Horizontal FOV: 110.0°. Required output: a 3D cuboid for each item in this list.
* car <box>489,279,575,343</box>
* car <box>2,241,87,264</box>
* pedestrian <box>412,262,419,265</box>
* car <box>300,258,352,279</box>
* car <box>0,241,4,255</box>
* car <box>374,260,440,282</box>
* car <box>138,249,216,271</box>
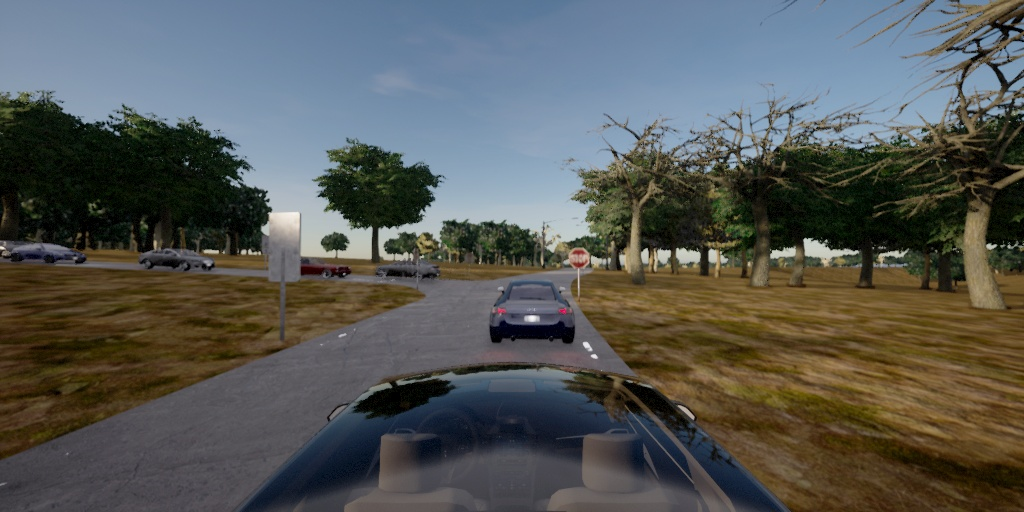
[{"bbox_3d":[0.528,1.316,9.688,1.994,1.385,4.181,0,0,3],"label":"car"},{"bbox_3d":[-34.657,-0.190,26.841,4.674,1.442,1.812,2,-1,7],"label":"car"},{"bbox_3d":[-8.132,0.840,30.085,0.375,1.860,0.375,0,-4,7],"label":"pedestrian"},{"bbox_3d":[-13.435,0.804,24.322,4.718,1.301,1.895,2,-1,6],"label":"car"},{"bbox_3d":[-43.597,-0.552,31.045,4.902,1.511,2.128,3,-1,7],"label":"car"},{"bbox_3d":[-7.655,1.003,26.317,4.902,1.511,2.128,3,-1,14],"label":"car"},{"bbox_3d":[-23.782,0.249,25.536,4.902,1.511,2.128,2,-1,6],"label":"car"}]
